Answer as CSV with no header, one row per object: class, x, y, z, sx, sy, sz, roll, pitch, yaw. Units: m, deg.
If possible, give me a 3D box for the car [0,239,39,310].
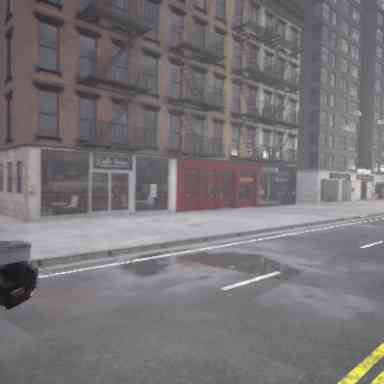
car,-4.712,1.274,4.410,4.892,1.490,1.837,0,2,-42
